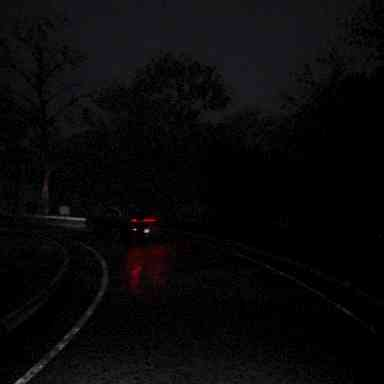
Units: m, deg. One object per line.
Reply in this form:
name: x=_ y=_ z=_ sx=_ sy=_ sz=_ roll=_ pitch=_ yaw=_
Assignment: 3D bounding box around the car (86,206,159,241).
car: x=-3.505 y=1.404 z=16.173 sx=2.128 sy=1.511 sz=4.902 roll=3 pitch=-1 yaw=-40
